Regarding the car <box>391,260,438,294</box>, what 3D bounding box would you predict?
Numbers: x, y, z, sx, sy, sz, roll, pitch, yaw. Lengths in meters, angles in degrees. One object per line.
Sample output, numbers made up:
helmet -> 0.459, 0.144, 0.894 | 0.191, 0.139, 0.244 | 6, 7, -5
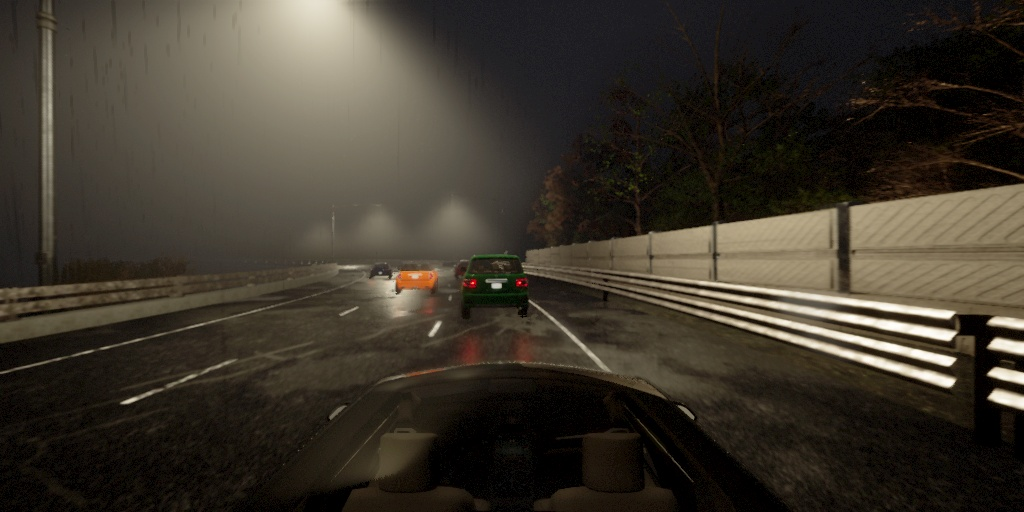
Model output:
car -> -5.387, 1.118, 20.705 | 2.097, 1.767, 4.553 | 0, 0, -10

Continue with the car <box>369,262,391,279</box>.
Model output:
car -> -12.199, 1.314, 33.550 | 1.812, 1.442, 4.674 | 0, 0, -17

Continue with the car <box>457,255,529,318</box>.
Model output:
car -> -0.724, 0.973, 13.268 | 2.150, 2.045, 5.566 | 0, 0, -6

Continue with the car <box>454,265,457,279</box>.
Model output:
car -> -4.272, 1.238, 33.112 | 1.882, 1.535, 5.008 | 0, 0, -10
